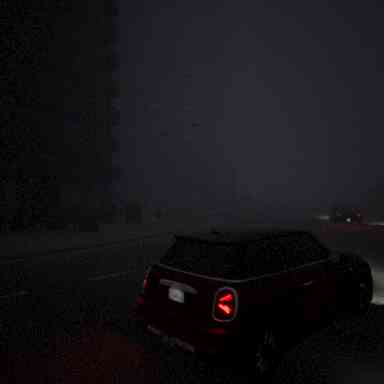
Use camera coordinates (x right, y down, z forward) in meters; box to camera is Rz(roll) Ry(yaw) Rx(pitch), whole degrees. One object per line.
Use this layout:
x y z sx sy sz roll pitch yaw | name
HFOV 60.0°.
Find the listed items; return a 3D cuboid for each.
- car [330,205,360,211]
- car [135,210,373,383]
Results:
11.164 1.577 24.285 1.895 1.301 4.718 -1 0 19 | car
1.352 1.359 5.774 4.553 1.767 2.097 0 0 -43 | car
